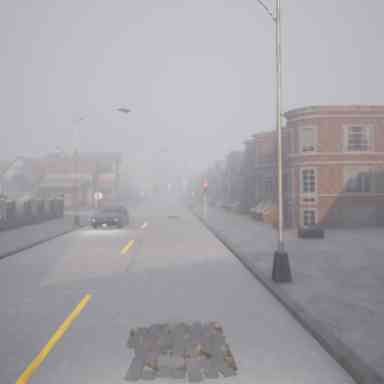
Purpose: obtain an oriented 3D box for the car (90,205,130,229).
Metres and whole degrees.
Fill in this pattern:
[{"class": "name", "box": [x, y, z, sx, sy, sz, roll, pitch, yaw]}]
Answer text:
[{"class": "car", "box": [-5.364, 1.605, 22.534, 2.033, 1.411, 5.357, -1, 0, -3]}]
